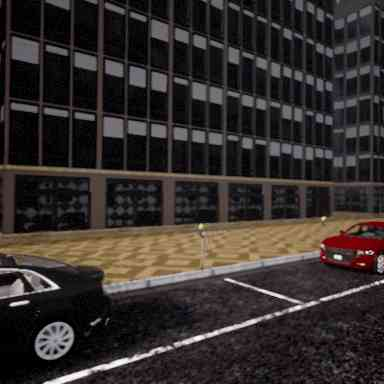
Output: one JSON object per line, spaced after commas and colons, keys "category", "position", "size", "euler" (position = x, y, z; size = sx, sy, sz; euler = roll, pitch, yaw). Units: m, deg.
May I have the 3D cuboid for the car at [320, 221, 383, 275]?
{"category": "car", "position": [6.016, 1.644, 10.847], "size": [4.507, 1.381, 1.887], "euler": [1, 0, -36]}

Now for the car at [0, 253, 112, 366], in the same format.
{"category": "car", "position": [-3.251, 1.549, 4.236], "size": [4.403, 1.369, 2.008], "euler": [1, 0, -36]}
